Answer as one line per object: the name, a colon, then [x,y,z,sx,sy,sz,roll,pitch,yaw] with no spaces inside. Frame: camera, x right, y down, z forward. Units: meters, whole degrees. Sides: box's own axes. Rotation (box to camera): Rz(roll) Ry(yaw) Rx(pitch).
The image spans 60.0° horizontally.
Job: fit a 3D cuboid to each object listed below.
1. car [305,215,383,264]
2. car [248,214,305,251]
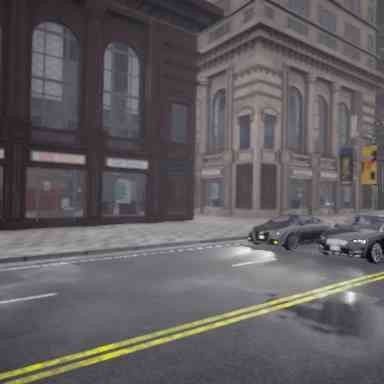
car: [6.767,1.622,12.505,4.902,1.511,2.128,1,0,-35]
car: [4.497,1.690,14.877,4.181,1.385,1.994,1,0,-35]
